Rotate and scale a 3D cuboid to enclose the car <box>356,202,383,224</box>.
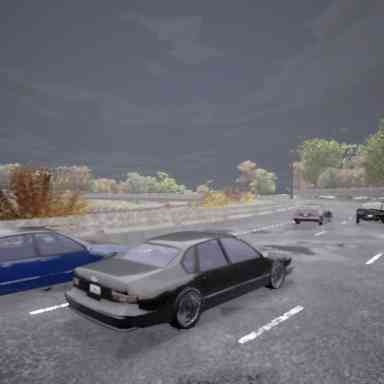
[{"bbox_3d":[13.429,1.489,24.720,1.882,1.535,5.008,0,0,32],"label":"car"}]

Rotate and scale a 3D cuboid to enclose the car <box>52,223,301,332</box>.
[{"bbox_3d":[0.197,1.549,7.001,2.033,1.411,5.357,0,0,42],"label":"car"}]

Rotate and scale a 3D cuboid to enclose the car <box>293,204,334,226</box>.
[{"bbox_3d":[8.775,1.556,23.822,2.033,1.411,5.357,0,0,33],"label":"car"}]

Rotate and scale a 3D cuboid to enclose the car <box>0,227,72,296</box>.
[{"bbox_3d":[-3.815,1.547,7.807,2.033,1.411,5.357,0,0,44],"label":"car"}]
